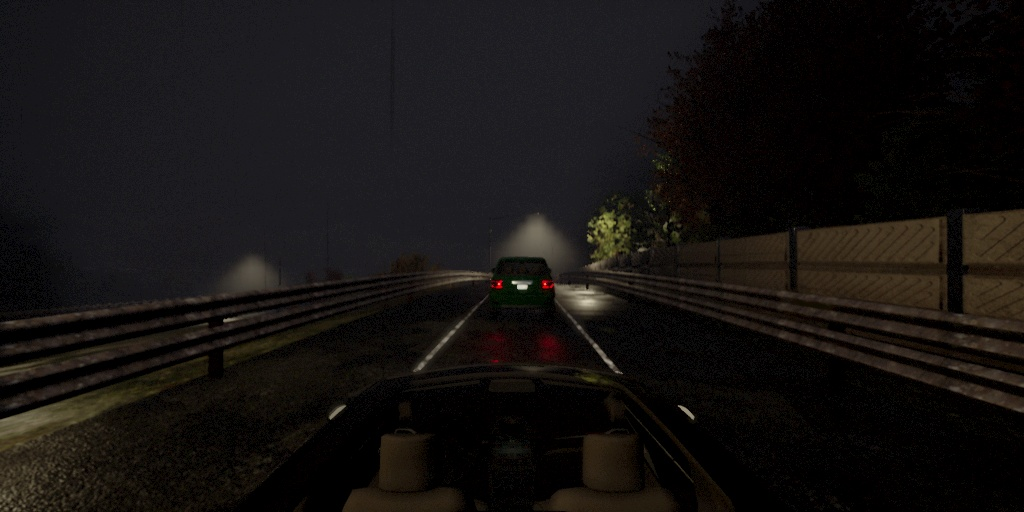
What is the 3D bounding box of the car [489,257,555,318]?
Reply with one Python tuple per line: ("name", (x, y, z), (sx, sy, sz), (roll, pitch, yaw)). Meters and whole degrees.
("car", (0.370, 1.072, 13.592), (2.150, 2.045, 5.566), (0, -1, 1))
